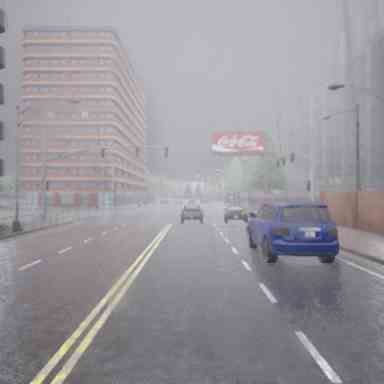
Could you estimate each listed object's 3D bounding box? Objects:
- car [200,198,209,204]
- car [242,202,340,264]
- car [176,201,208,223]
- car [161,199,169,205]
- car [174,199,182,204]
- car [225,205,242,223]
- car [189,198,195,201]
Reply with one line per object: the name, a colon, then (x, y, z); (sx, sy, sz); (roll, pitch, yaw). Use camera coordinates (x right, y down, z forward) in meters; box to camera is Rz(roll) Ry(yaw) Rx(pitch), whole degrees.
car: (3.503, 2.364, 92.110); (2.097, 1.767, 4.553); (0, -1, 0)
car: (3.509, 1.364, 12.539); (2.150, 2.045, 5.566); (0, 0, 0)
car: (0.019, 1.808, 28.481); (2.128, 1.511, 4.902); (0, 0, 0)
car: (-6.997, 2.420, 85.578); (1.882, 1.535, 5.008); (0, -1, 0)
car: (-3.497, 2.466, 85.577); (1.812, 1.442, 4.674); (0, -1, 0)
car: (3.811, 1.844, 28.806); (1.812, 1.442, 4.674); (0, 0, 7)
car: (0.003, 2.520, 91.848); (2.128, 1.511, 4.902); (0, -1, 0)
